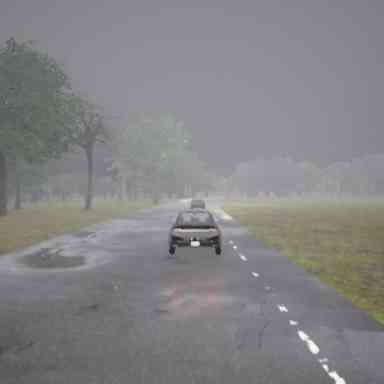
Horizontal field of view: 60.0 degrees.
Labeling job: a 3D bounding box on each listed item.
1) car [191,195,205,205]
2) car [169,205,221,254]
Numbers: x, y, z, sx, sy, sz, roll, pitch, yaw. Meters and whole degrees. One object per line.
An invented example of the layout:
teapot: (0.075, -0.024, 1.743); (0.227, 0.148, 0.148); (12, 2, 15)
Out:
car: (0.856, 1.527, 45.672); (2.128, 1.511, 4.902); (0, 0, 2)
car: (0.122, 1.499, 13.458); (2.128, 1.511, 4.902); (0, 0, 0)
